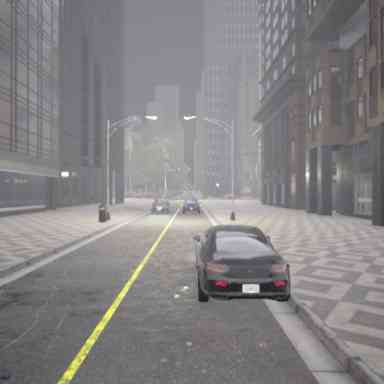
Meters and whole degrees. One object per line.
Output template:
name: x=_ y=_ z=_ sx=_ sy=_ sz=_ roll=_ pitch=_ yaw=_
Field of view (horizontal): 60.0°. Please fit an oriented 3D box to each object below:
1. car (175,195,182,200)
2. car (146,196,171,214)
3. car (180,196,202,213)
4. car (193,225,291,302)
car: x=-3.329 y=1.478 z=89.013 sx=2.128 sy=1.511 sz=4.902 roll=0 pitch=0 yaw=0
car: x=-3.228 y=1.477 z=35.177 sx=2.128 sy=1.511 sz=4.902 roll=0 pitch=0 yaw=0
car: x=-0.057 y=1.511 z=35.990 sx=1.812 sy=1.442 sz=4.674 roll=0 pitch=0 yaw=0
car: x=1.022 y=1.523 z=8.116 sx=1.812 sy=1.442 sz=4.674 roll=0 pitch=0 yaw=0
